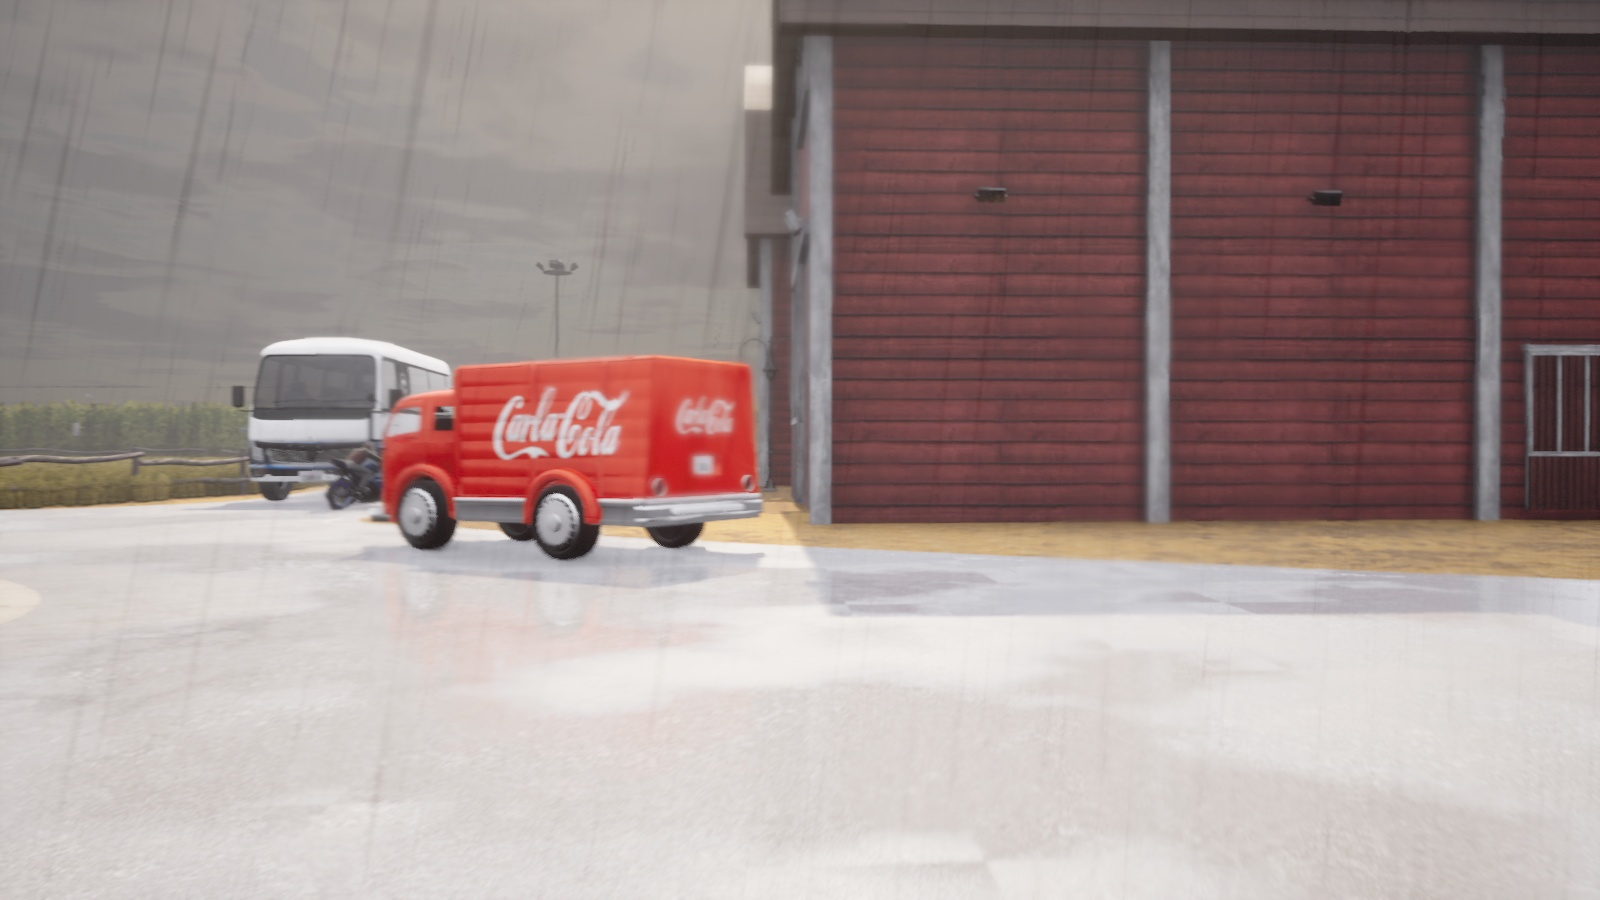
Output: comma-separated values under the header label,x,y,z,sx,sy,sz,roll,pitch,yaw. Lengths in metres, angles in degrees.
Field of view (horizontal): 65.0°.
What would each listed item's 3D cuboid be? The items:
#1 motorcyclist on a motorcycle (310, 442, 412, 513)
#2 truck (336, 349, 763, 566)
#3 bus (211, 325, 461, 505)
label,x,y,z,sx,sy,sz,roll,pitch,yaw
motorcyclist on a motorcycle,-9.826,0.603,28.220,0.866,1.530,2.191,-1,0,24
truck,-3.401,0.097,16.803,5.204,2.467,2.627,0,0,32
bus,-12.441,-0.853,35.108,3.944,4.253,10.273,0,0,-5
